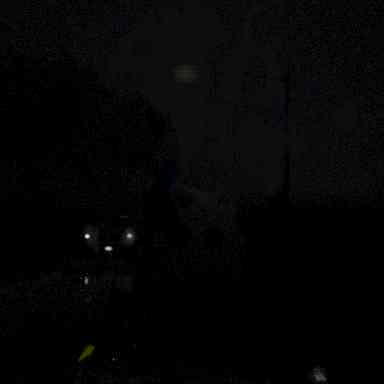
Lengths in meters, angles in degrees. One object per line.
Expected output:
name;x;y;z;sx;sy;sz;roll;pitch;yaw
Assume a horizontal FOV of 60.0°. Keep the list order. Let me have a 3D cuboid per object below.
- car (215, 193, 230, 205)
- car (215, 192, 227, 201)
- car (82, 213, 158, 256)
car;4.871;1.211;51.508;1.837;1.490;4.892;0;0;5
car;5.703;0.882;66.049;2.033;1.411;5.357;-1;2;0
car;-2.612;1.538;13.068;1.895;1.301;4.718;0;0;3
